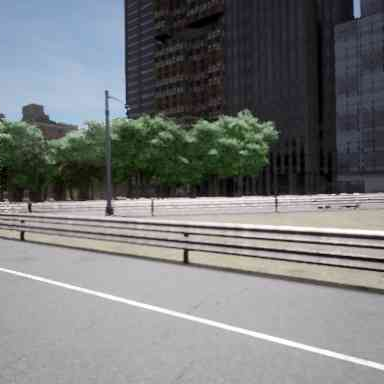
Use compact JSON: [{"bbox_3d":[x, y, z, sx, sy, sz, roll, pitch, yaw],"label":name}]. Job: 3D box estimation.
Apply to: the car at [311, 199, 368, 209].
[{"bbox_3d":[14.799,0.995,33.406,5.357,1.411,2.033,-1,0,-6],"label":"car"}]
